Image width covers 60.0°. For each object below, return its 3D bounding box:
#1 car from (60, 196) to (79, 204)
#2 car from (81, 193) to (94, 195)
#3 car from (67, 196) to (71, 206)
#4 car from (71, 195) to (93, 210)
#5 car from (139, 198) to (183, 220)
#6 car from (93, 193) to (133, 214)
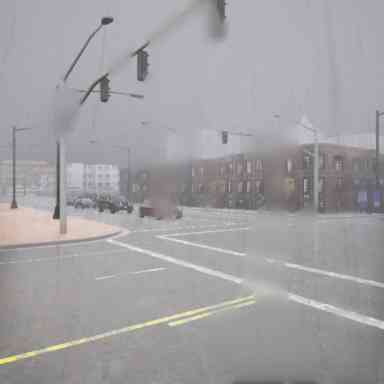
[{"bbox_3d":[-23.415,1.547,63.394,2.033,1.411,5.357,0,0,-36],"label":"car"},{"bbox_3d":[-17.292,1.222,54.873,2.150,2.045,5.566,0,0,-36],"label":"car"},{"bbox_3d":[-20.027,1.564,52.421,1.994,1.385,4.181,0,0,-35],"label":"car"},{"bbox_3d":[-14.225,1.526,44.293,1.812,1.442,4.674,0,0,-35],"label":"car"},{"bbox_3d":[-2.720,1.352,28.259,2.097,1.767,4.553,0,0,-35],"label":"car"},{"bbox_3d":[-8.434,1.221,36.198,2.150,2.045,5.566,0,0,-36],"label":"car"}]
